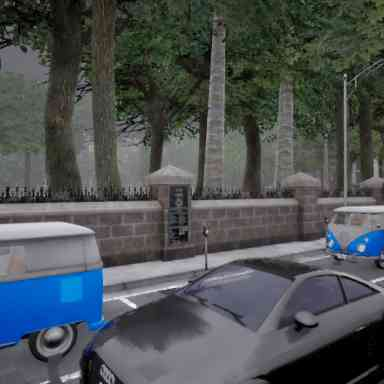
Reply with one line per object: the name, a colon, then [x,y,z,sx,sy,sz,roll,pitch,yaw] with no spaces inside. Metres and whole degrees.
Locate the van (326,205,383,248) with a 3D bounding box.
van: [6.040,1.337,10.854,3.998,1.788,1.690,0,0,-36]

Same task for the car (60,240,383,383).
car: [0.875,1.563,4.003,4.181,1.385,1.994,0,0,-36]

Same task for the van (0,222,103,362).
van: [-3.167,1.341,4.275,3.998,1.788,1.690,0,0,-36]
